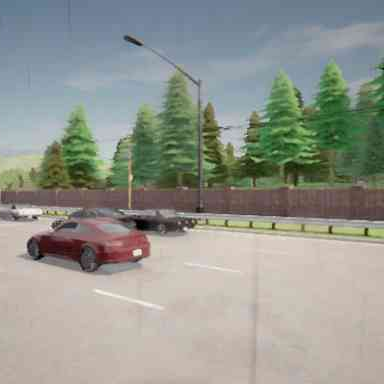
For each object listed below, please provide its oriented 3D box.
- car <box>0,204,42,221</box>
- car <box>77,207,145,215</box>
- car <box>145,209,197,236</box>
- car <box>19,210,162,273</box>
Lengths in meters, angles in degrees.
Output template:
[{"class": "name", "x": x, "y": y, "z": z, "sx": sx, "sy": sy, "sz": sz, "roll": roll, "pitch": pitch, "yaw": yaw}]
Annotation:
[{"class": "car", "x": -14.352, "y": 1.602, "z": 27.112, "sx": 4.718, "sy": 1.301, "sz": 1.895, "roll": 0, "pitch": 0, "yaw": 36}, {"class": "car", "x": -4.830, "y": 1.504, "z": 16.020, "sx": 4.892, "sy": 1.490, "sz": 1.837, "roll": 0, "pitch": 0, "yaw": 36}, {"class": "car", "x": -2.142, "y": 1.602, "z": 18.399, "sx": 4.718, "sy": 1.301, "sz": 1.895, "roll": 0, "pitch": 0, "yaw": 36}, {"class": "car", "x": -3.390, "y": 1.526, "z": 10.676, "sx": 4.674, "sy": 1.442, "sz": 1.812, "roll": 0, "pitch": 0, "yaw": 36}]
